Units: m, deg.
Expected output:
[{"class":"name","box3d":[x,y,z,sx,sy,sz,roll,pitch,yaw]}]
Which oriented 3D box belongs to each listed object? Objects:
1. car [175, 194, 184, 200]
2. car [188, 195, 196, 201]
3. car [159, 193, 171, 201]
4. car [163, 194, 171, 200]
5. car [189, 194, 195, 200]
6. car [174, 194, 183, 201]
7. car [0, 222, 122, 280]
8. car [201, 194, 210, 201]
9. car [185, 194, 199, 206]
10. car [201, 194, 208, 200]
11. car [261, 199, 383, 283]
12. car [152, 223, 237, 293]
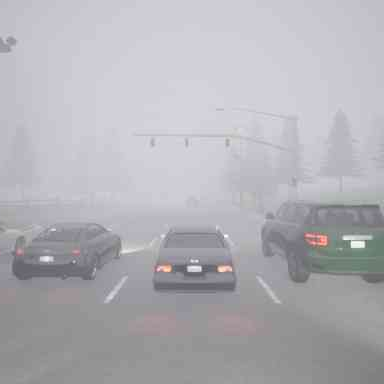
[{"class":"car","box3d":[-3.491,1.357,94.098,2.128,1.511,4.902,0,0,0]},{"class":"car","box3d":[0.008,1.531,83.678,2.033,1.411,5.357,0,0,0]},{"class":"car","box3d":[-6.992,1.216,83.708,2.150,2.045,5.566,0,0,0]},{"class":"car","box3d":[-6.991,1.384,94.098,1.994,1.385,4.181,0,0,0]},{"class":"car","box3d":[0.009,1.310,94.098,1.882,1.535,5.008,0,0,0]},{"class":"car","box3d":[-3.492,1.516,84.095,1.812,1.442,4.674,0,0,0]},{"class":"car","box3d":[-3.433,1.564,9.921,1.994,1.385,4.181,0,0,1]},{"class":"car","box3d":[3.508,1.491,83.677,1.837,1.490,4.892,0,0,0]},{"class":"car","box3d":[0.003,1.351,53.035,2.097,1.767,4.553,0,0,0]},{"class":"car","box3d":[3.509,1.310,94.097,1.882,1.535,5.008,0,0,0]},{"class":"car","box3d":[3.572,1.221,9.816,2.150,2.045,5.566,0,0,0]},{"class":"car","box3d":[0.067,1.547,8.996,2.033,1.411,5.357,0,0,0]}]
